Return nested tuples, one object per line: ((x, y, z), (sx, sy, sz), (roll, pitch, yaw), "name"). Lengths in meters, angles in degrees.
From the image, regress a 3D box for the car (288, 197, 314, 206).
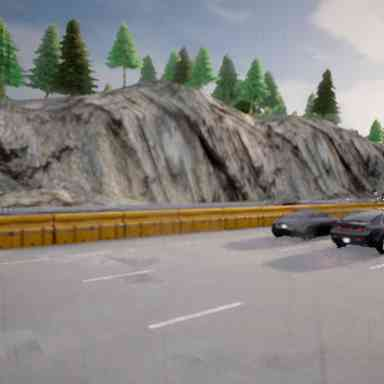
((14.055, 1.531, 39.860), (4.674, 1.442, 1.812), (0, 0, -35), "car")

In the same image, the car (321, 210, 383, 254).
((7.615, 1.507, 13.528), (4.892, 1.490, 1.837), (0, 0, -35), "car")

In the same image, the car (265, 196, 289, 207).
((11.411, 1.359, 42.271), (4.553, 1.767, 2.097), (0, 0, -35), "car")

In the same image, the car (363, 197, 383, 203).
((30.968, 1.553, 56.218), (5.357, 1.411, 2.033), (0, 0, -36), "car")

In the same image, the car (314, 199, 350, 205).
((16.021, 1.531, 36.957), (4.674, 1.442, 1.812), (0, 0, -35), "car")

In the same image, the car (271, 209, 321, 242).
((5.927, 1.565, 16.622), (4.181, 1.385, 1.994), (0, 0, -35), "car")
